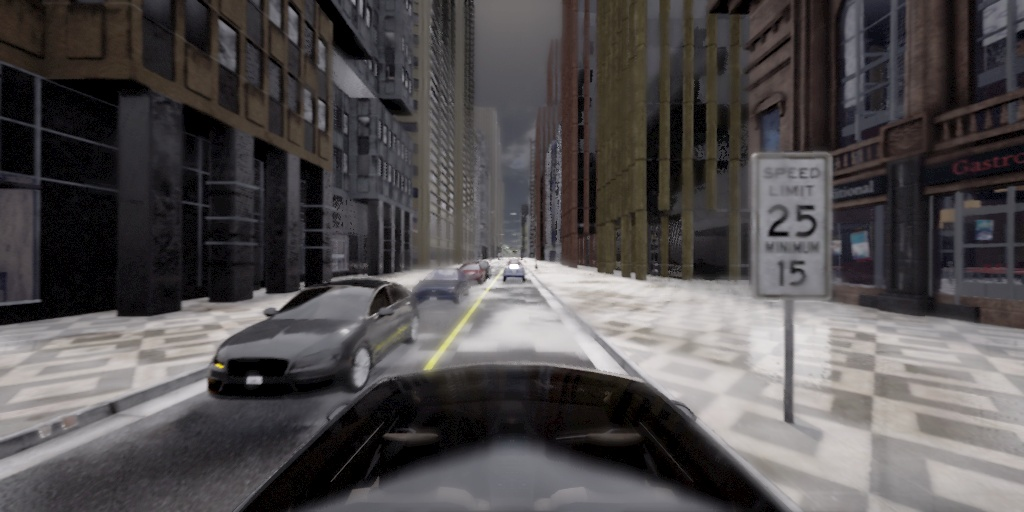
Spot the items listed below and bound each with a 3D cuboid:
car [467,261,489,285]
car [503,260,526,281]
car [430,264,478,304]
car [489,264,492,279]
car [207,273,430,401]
[{"bbox_3d":[-2.953,1.255,26.236,1.812,1.442,4.674,0,0,1],"label":"car"},{"bbox_3d":[0.193,1.288,29.955,2.033,1.411,5.357,0,0,1],"label":"car"},{"bbox_3d":[-3.028,1.281,16.581,2.033,1.411,5.357,0,0,1],"label":"car"},{"bbox_3d":[-2.856,1.242,32.802,1.837,1.490,4.892,0,0,0],"label":"car"},{"bbox_3d":[-3.084,1.241,6.731,1.837,1.490,4.892,0,0,0],"label":"car"}]
